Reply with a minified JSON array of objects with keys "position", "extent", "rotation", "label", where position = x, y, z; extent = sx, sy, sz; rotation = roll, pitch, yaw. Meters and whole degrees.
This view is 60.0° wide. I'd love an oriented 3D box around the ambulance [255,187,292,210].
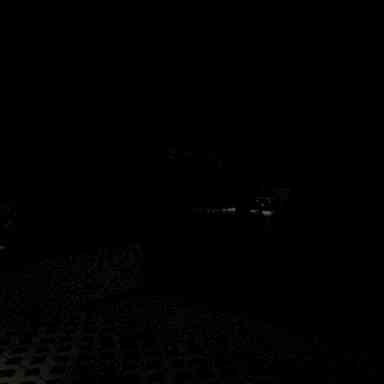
[{"position":[9.399,0.681,38.151],"extent":[2.351,2.431,6.366],"rotation":[3,2,35],"label":"ambulance"}]
